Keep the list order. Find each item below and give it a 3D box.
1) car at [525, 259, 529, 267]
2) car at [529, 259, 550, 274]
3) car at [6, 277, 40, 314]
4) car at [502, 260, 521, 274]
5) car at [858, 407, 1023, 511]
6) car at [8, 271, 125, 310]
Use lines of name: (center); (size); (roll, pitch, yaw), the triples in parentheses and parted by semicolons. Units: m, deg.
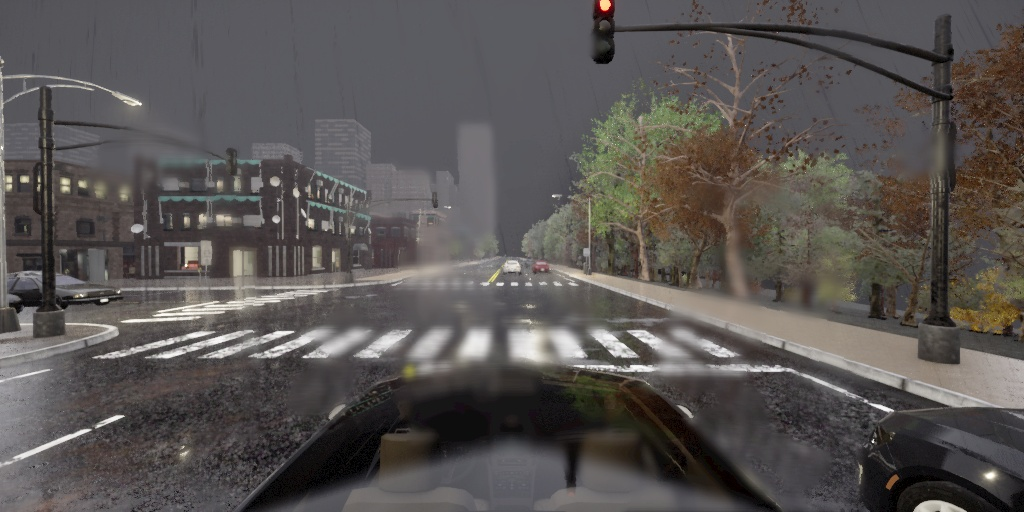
car: (3.224, 1.218, 63.714); (2.128, 1.511, 4.902); (0, 0, 0)
car: (3.271, 1.262, 40.770); (1.812, 1.442, 4.674); (0, 0, 0)
car: (-19.969, 1.565, 12.473); (4.313, 1.339, 1.948); (0, 0, 0)
car: (0.022, 1.263, 39.923); (1.812, 1.442, 4.674); (0, 0, 0)
car: (3.352, 1.255, 0.472); (1.837, 1.490, 4.892); (0, 0, 0)
car: (-19.906, 1.518, 15.179); (5.357, 1.411, 2.033); (-1, 1, 0)
